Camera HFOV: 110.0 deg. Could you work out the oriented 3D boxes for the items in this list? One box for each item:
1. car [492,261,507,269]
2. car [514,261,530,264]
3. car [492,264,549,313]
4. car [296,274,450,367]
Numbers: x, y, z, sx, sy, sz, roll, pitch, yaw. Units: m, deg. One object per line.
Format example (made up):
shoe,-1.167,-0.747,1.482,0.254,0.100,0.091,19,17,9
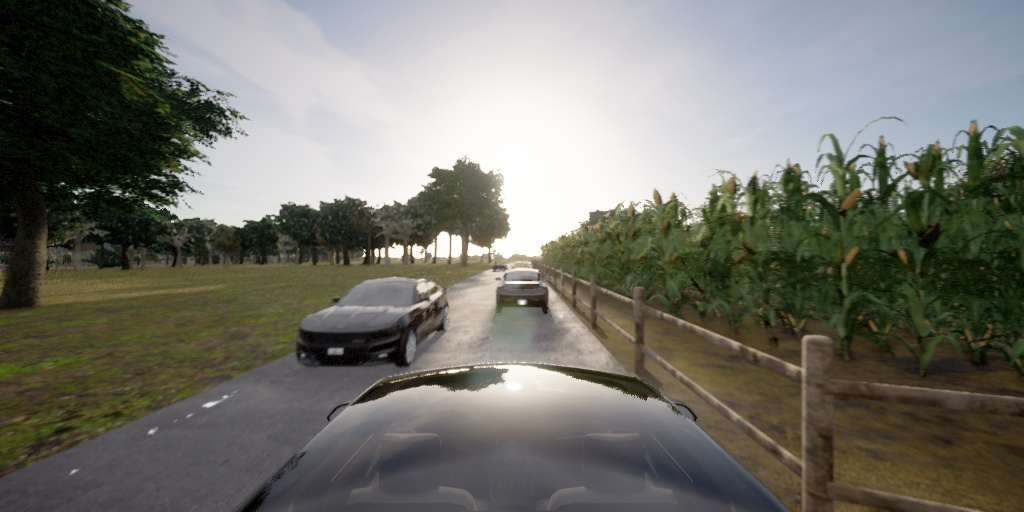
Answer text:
car,-1.625,1.357,48.409,1.895,1.301,4.718,0,0,2
car,0.880,1.206,32.223,1.882,1.535,5.008,0,0,2
car,0.395,1.237,13.984,1.837,1.490,4.892,0,0,2
car,-2.713,1.225,8.139,1.882,1.535,5.008,0,0,2
